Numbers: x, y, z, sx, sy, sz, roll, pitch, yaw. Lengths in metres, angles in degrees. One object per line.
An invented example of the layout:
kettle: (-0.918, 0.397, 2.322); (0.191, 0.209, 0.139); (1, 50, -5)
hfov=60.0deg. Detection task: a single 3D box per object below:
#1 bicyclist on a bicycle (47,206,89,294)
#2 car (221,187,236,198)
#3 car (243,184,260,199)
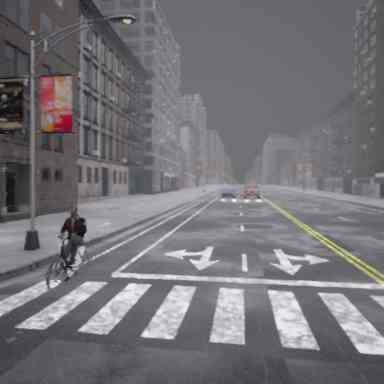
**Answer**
bicyclist on a bicycle: (-2.716, 1.197, 7.380); (0.659, 1.776, 1.843); (0, 1, 8)
car: (5.241, 0.067, 47.888); (1.882, 1.535, 5.008); (0, 2, 8)
car: (8.456, -0.161, 47.399); (2.150, 2.045, 5.566); (0, 2, 8)
